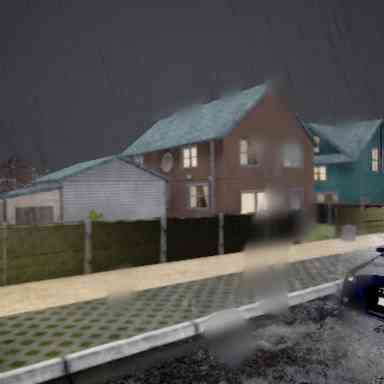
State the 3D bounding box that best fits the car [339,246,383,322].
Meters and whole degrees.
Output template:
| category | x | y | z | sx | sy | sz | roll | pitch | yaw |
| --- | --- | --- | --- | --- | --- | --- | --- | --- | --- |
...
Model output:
| category | x | y | z | sx | sy | sz | roll | pitch | yaw |
| --- | --- | --- | --- | --- | --- | --- | --- | --- | --- |
| car | 4.709 | 1.565 | 6.352 | 4.181 | 1.385 | 1.994 | 0 | 0 | -35 |
